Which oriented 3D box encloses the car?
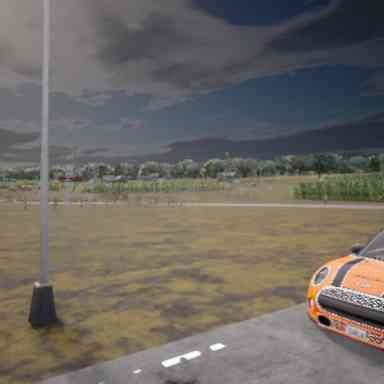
[{"bbox_3d":[4.160,1.424,6.033,4.553,1.767,2.097,1,0,-35],"label":"car"}]
